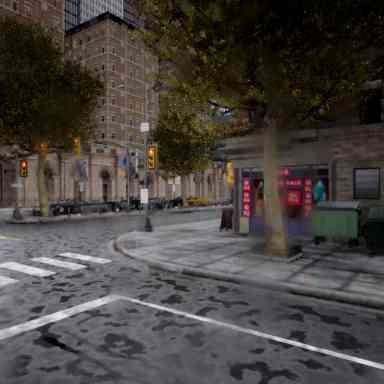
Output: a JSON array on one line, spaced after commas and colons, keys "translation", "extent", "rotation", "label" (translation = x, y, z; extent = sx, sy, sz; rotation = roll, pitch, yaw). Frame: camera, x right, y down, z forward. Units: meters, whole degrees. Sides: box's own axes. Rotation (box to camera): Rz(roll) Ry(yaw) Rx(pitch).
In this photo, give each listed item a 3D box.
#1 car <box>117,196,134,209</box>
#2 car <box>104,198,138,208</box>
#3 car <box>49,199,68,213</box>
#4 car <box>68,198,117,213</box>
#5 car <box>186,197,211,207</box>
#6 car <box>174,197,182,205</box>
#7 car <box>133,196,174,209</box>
[{"translation": [-7.932, 1.352, 45.703], "extent": [2.097, 1.767, 4.553], "rotation": [0, 0, 36], "label": "car"}, {"translation": [-10.206, 1.595, 47.937], "extent": [1.895, 1.301, 4.718], "rotation": [0, 0, 36], "label": "car"}, {"translation": [-13.876, 1.505, 37.477], "extent": [1.837, 1.490, 4.892], "rotation": [0, 0, 36], "label": "car"}, {"translation": [-10.694, 1.564, 35.904], "extent": [1.994, 1.385, 4.181], "rotation": [0, 0, 36], "label": "car"}, {"translation": [1.042, 1.478, 52.121], "extent": [1.882, 1.535, 5.008], "rotation": [0, 0, 36], "label": "car"}, {"translation": [-1.816, 1.478, 54.148], "extent": [1.882, 1.535, 5.008], "rotation": [0, 0, 36], "label": "car"}, {"translation": [-4.965, 1.505, 43.832], "extent": [1.837, 1.490, 4.892], "rotation": [0, 0, 36], "label": "car"}]
